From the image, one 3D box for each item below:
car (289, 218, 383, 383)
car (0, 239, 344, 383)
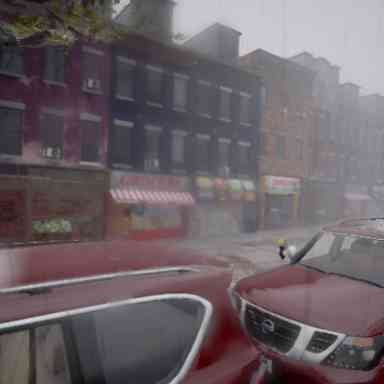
[{"bbox_3d":[2.728,1.367,4.722,5.009,1.841,2.192,1,1,-35],"label":"car"},{"bbox_3d":[-1.778,1.308,1.508,5.009,1.841,2.192,1,1,-35],"label":"car"}]
